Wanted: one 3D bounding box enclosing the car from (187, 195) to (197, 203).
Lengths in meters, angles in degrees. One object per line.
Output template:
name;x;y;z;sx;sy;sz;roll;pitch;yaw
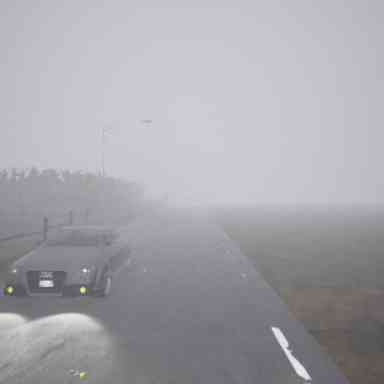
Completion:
car;-0.043;1.540;72.422;2.097;1.767;4.553;0;0;-2

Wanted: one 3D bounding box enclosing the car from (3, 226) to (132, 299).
car;-2.812;1.589;8.432;1.994;1.385;4.181;0;0;0

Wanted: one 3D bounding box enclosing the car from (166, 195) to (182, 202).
car;-4.630;1.496;81.343;4.553;1.767;2.097;0;-2;34
